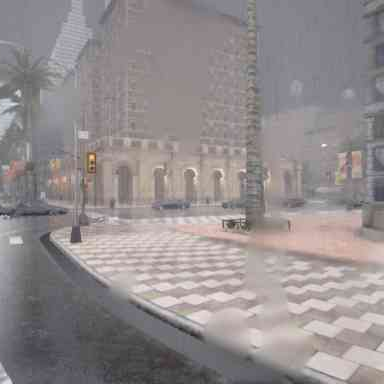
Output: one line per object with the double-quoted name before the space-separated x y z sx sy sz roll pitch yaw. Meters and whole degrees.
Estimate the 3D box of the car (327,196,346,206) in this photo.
"car" 24.413 1.484 55.048 4.902 1.511 2.128 0 0 -30

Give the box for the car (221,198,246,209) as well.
"car" 5.943 1.556 44.328 4.181 1.385 1.994 0 0 -29

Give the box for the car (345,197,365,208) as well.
"car" 24.515 1.542 46.809 5.357 1.411 2.033 0 0 -31

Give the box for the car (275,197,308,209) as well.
"car" 13.305 1.497 44.320 4.892 1.490 1.837 0 0 -30

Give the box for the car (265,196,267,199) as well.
"car" 22.156 1.579 92.526 1.895 1.301 4.718 0 0 -30

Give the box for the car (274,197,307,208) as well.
"car" 14.577 1.497 49.331 4.892 1.490 1.837 0 0 -30

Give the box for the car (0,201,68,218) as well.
"car" -13.925 1.539 29.496 5.357 1.411 2.033 0 0 -15

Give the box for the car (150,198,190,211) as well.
"car" -2.602 1.483 39.383 4.902 1.511 2.128 0 0 -29
